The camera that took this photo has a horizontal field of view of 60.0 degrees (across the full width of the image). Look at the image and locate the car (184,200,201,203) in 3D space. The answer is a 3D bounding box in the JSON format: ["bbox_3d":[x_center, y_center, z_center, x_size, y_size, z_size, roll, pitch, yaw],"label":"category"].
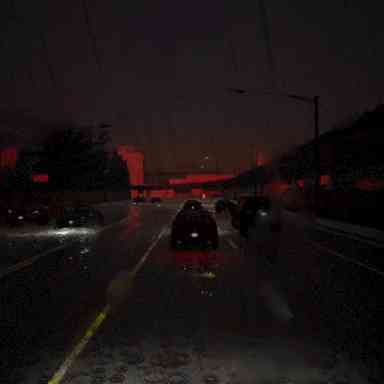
[{"bbox_3d":[0.095,1.558,36.806,1.994,1.385,4.181,0,0,0],"label":"car"}]

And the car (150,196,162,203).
[{"bbox_3d":[-7.014,1.537,66.005,1.994,1.385,4.181,0,0,0],"label":"car"}]

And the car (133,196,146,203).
[{"bbox_3d":[-10.510,1.511,67.161,2.033,1.411,5.357,0,0,0],"label":"car"}]

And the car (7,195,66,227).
[{"bbox_3d":[-10.604,1.221,23.331,2.150,2.045,5.566,0,0,0],"label":"car"}]

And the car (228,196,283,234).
[{"bbox_3d":[3.597,1.224,19.257,2.150,2.045,5.566,0,0,0],"label":"car"}]

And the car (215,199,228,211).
[{"bbox_3d":[3.595,1.520,37.153,1.812,1.442,4.674,0,0,0],"label":"car"}]

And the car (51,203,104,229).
[{"bbox_3d":[-7.103,1.564,21.477,1.994,1.385,4.181,0,0,0],"label":"car"}]

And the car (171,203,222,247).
[{"bbox_3d":[0.098,1.481,15.142,1.882,1.535,5.008,0,0,0],"label":"car"}]
